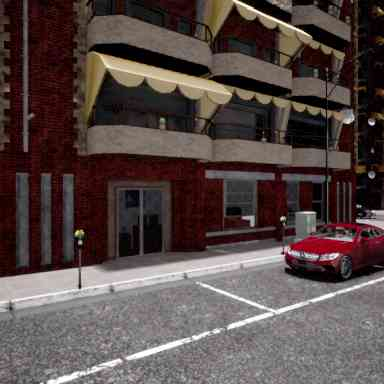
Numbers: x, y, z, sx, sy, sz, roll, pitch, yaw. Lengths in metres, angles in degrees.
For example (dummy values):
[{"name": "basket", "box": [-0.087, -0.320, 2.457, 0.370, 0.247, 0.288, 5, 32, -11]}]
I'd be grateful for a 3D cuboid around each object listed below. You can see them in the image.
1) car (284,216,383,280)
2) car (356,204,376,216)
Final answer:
[{"name": "car", "box": [4.569, 1.582, 9.867, 4.206, 1.307, 1.802, 0, 0, -35]}, {"name": "car", "box": [15.520, 1.806, 32.910, 2.128, 1.511, 4.902, 0, -1, -36]}]
